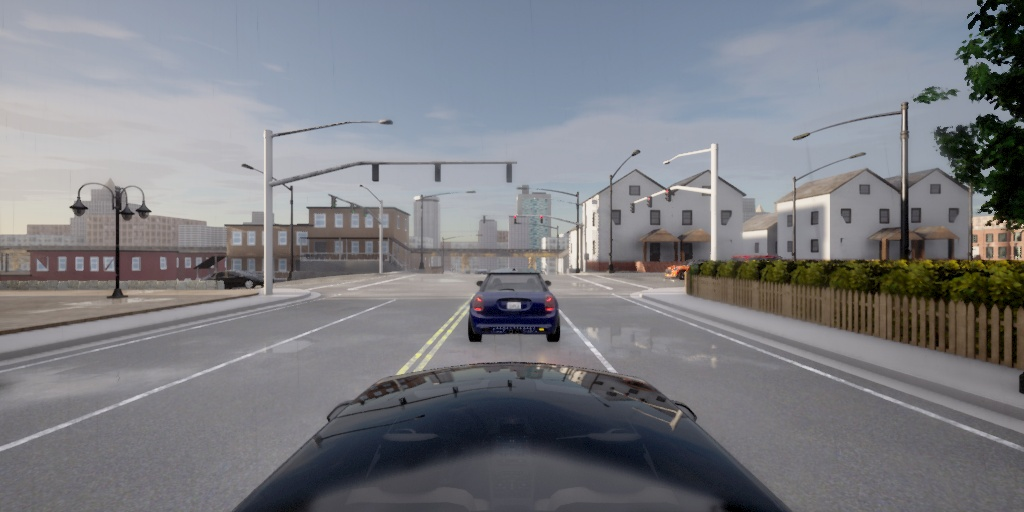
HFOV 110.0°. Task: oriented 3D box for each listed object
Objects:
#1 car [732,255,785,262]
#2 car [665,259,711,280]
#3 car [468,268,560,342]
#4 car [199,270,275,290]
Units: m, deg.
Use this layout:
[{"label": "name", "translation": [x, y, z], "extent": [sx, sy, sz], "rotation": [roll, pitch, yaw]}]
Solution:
[{"label": "car", "translation": [19.492, 0.968, 27.393], "extent": [5.566, 2.045, 2.150], "rotation": [0, 0, -1]}, {"label": "car", "translation": [15.708, 1.098, 31.060], "extent": [4.553, 1.767, 2.097], "rotation": [0, 0, -1]}, {"label": "car", "translation": [0.056, 1.101, 9.967], "extent": [2.097, 1.767, 4.553], "rotation": [0, 0, 0]}, {"label": "car", "translation": [-20.506, 1.786, 26.777], "extent": [4.892, 1.490, 1.837], "rotation": [-5, 0, -1]}]
